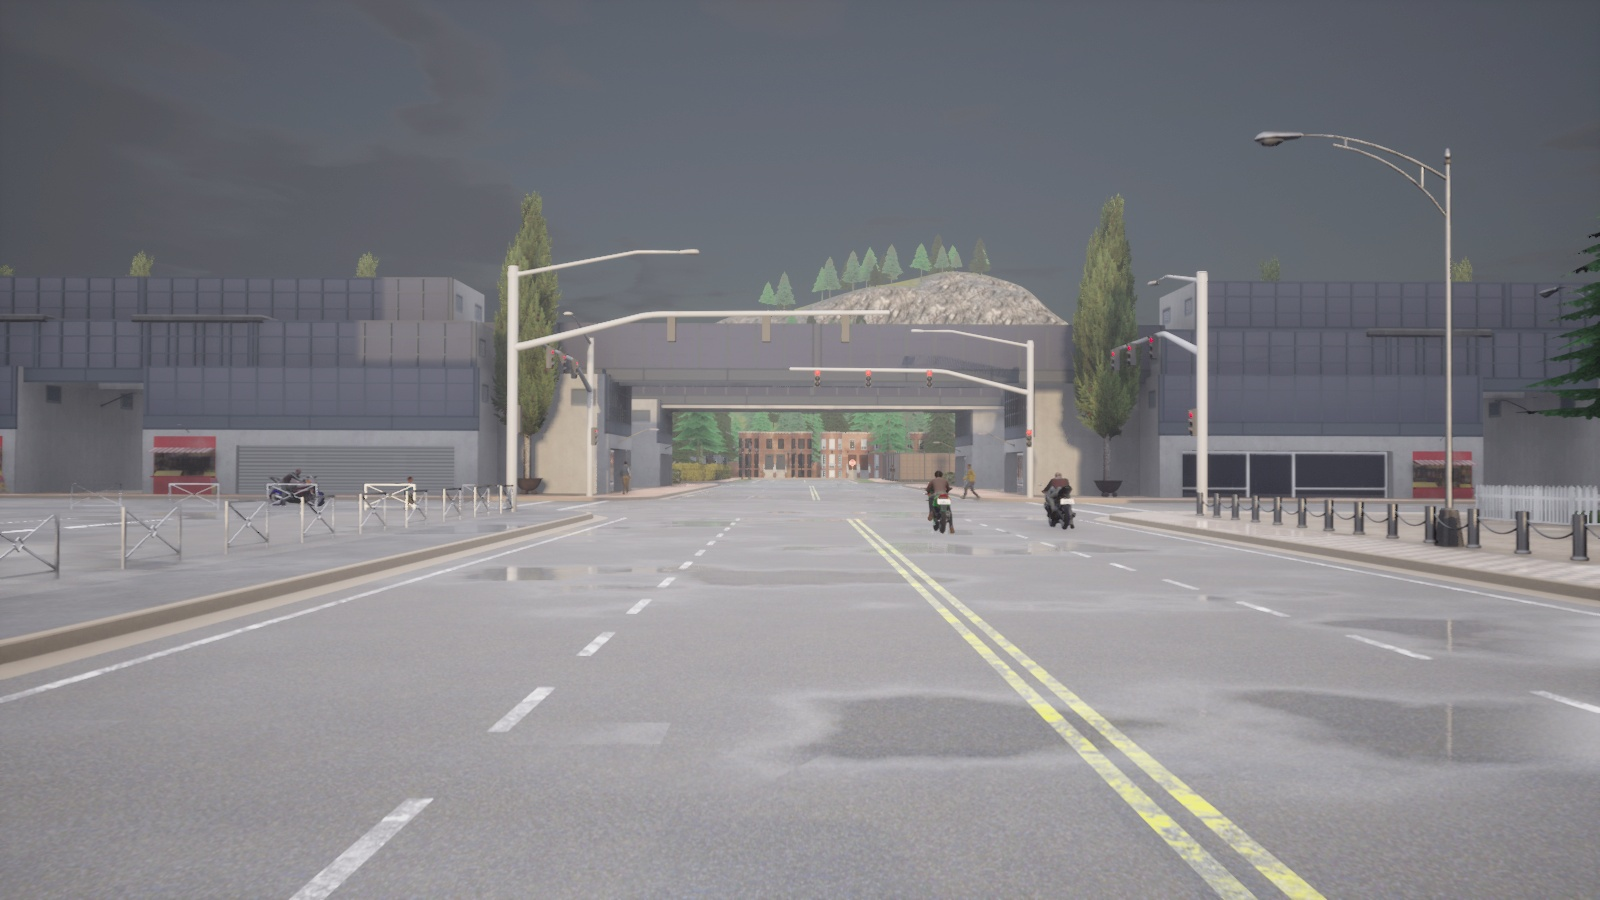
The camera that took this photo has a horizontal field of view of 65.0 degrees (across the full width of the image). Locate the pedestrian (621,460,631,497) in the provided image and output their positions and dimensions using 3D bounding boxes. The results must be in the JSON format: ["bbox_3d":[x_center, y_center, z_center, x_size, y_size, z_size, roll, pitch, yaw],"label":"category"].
[{"bbox_3d":[-9.229,1.490,66.671,0.423,1.949,0.788,0,-1,1],"label":"pedestrian"}]

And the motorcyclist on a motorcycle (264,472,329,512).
[{"bbox_3d":[-19.644,1.647,49.030,2.191,1.530,0.866,0,-1,1],"label":"motorcyclist on a motorcycle"}]

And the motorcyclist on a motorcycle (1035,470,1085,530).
[{"bbox_3d":[6.895,1.312,33.453,0.866,1.530,2.191,0,-1,0],"label":"motorcyclist on a motorcycle"}]

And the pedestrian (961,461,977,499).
[{"bbox_3d":[8.193,1.460,60.891,0.709,1.840,0.431,0,-1,0],"label":"pedestrian"}]

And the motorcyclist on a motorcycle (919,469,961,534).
[{"bbox_3d":[3.403,1.232,30.685,0.797,1.523,2.044,0,-1,0],"label":"motorcyclist on a motorcycle"}]
